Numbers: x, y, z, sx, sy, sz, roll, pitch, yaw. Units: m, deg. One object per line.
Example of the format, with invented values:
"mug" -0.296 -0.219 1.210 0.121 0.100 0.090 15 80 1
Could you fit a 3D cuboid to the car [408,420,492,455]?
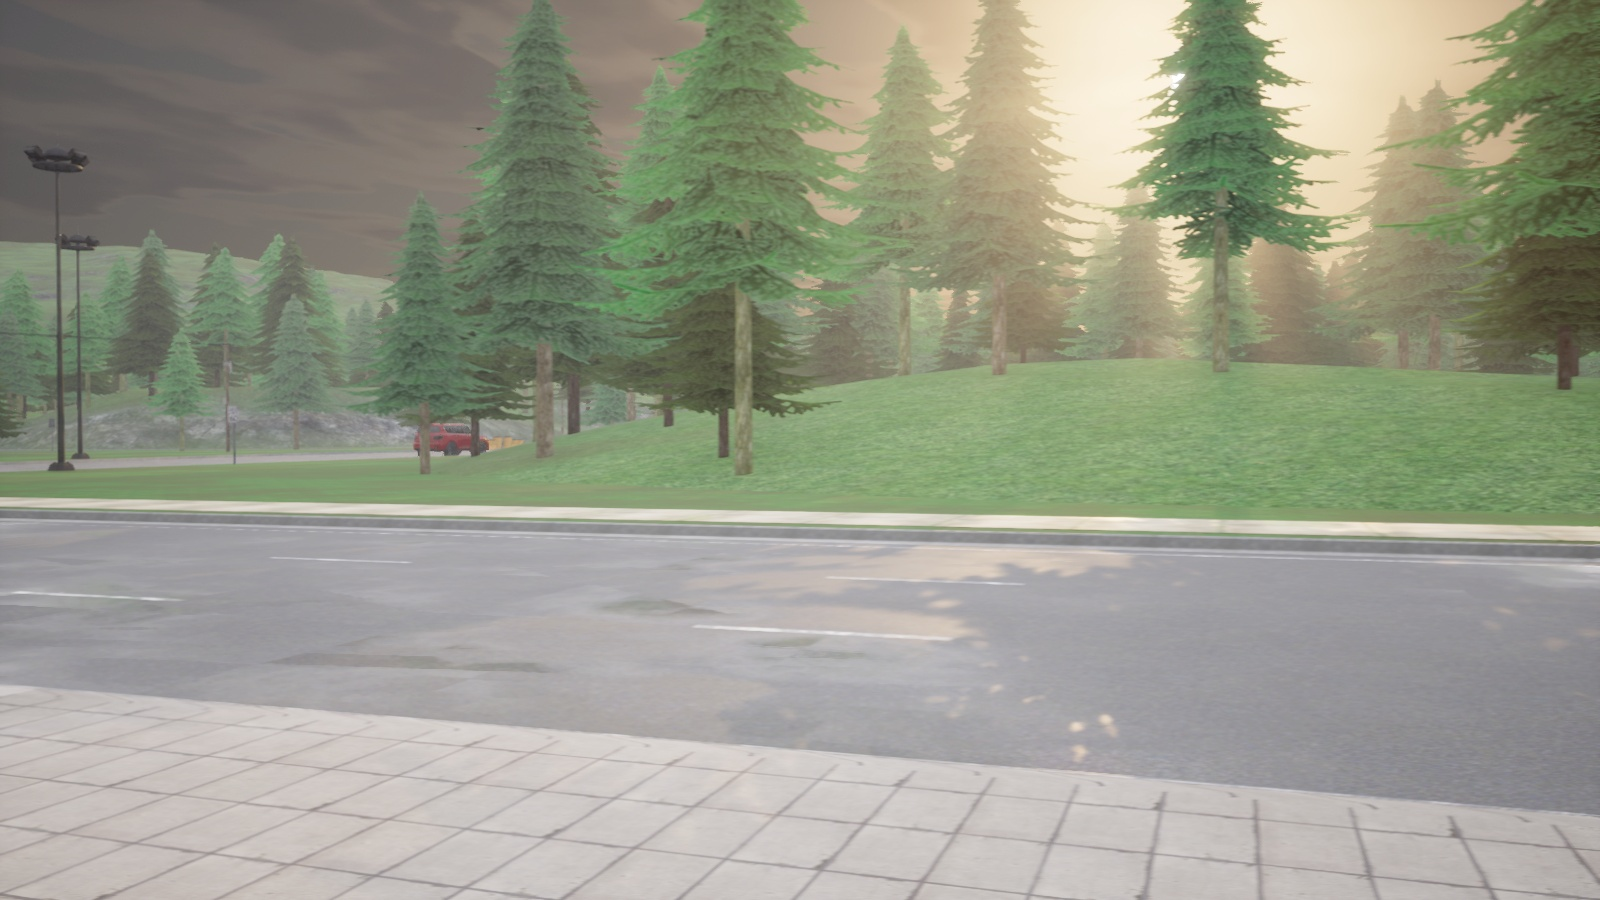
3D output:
"car" -21.248 -0.755 76.578 2.150 2.045 5.566 1 1 19
